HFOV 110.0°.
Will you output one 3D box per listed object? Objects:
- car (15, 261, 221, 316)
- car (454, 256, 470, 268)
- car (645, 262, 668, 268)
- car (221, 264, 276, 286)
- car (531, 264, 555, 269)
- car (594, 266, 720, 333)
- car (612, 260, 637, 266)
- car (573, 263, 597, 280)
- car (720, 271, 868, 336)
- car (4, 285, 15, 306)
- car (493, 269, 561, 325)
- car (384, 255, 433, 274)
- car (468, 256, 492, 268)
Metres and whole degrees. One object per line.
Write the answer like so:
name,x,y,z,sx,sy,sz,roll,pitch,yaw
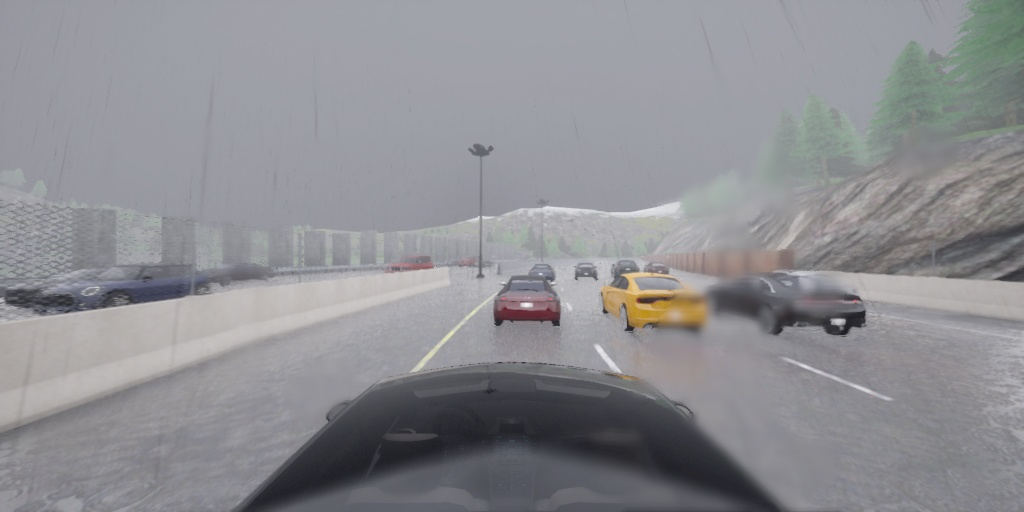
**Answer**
car,-13.632,1.068,12.961,2.097,1.767,4.553,0,0,4
car,-7.472,0.953,62.421,2.150,2.045,5.566,0,0,18
car,14.544,1.311,36.225,1.812,1.442,4.674,0,0,12
car,-19.486,1.249,25.418,2.033,1.411,5.357,0,0,7
car,2.445,1.319,28.823,1.994,1.385,4.181,0,0,9
car,3.965,1.237,10.860,1.882,1.535,5.008,0,0,3
car,10.189,1.126,32.384,2.097,1.767,4.553,0,0,11
car,6.476,1.291,31.601,1.812,1.442,4.674,0,0,10
car,7.444,1.260,10.452,2.128,1.511,4.902,0,0,3
car,-17.027,1.186,14.898,1.882,1.535,5.008,0,0,4
car,0.530,1.315,11.845,1.994,1.385,4.181,0,0,4
car,-8.310,0.952,29.482,2.150,2.045,5.566,0,0,9
car,-4.881,1.228,59.011,2.128,1.511,4.902,0,0,18
